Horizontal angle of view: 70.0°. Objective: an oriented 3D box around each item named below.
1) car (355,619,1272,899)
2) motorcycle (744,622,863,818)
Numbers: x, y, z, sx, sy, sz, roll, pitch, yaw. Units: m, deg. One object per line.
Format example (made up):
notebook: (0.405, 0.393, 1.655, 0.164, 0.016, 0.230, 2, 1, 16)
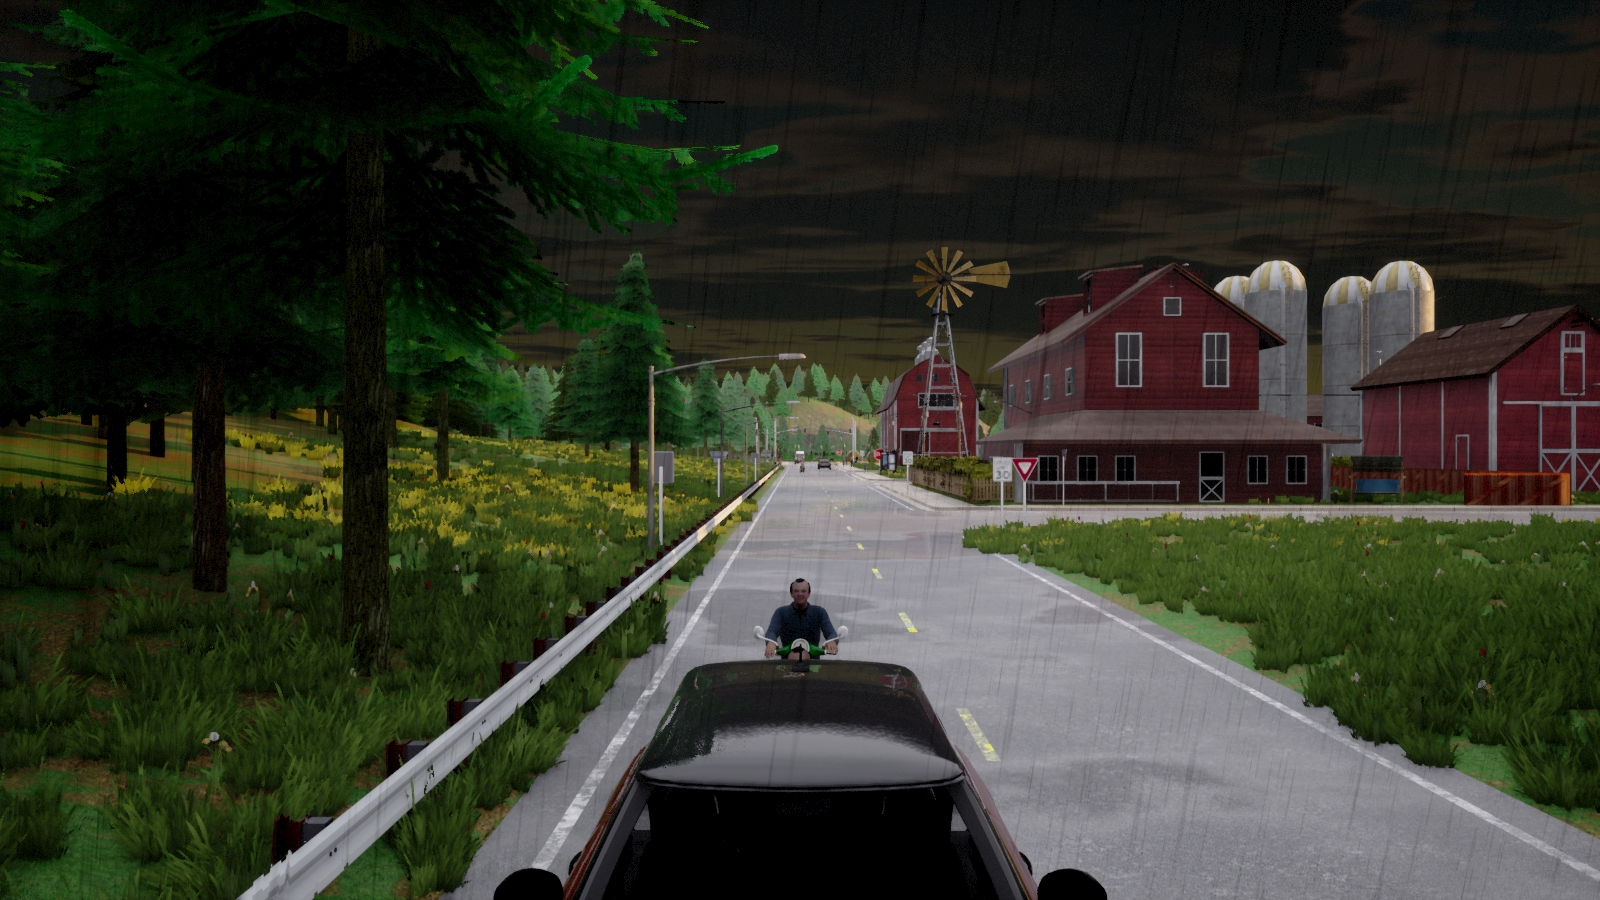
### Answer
car: (0.032, 1.899, 4.503, 2.097, 1.767, 4.553, 0, 0, 0)
motorcycle: (0.024, 2.229, 9.842, 0.867, 1.251, 2.209, -2, -3, 0)
